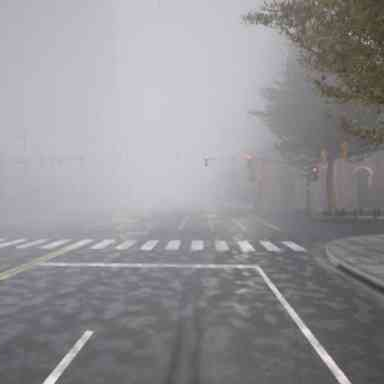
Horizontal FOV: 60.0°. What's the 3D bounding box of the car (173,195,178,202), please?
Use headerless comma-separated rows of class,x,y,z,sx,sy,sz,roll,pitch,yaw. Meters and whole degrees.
car,-4.674,1.521,80.957,2.097,1.767,4.553,0,0,2

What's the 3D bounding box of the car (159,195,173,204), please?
car,-5.286,1.603,64.650,1.882,1.535,5.008,0,0,2
